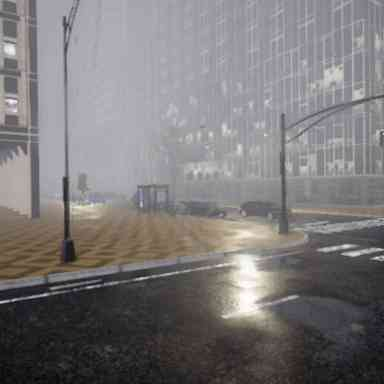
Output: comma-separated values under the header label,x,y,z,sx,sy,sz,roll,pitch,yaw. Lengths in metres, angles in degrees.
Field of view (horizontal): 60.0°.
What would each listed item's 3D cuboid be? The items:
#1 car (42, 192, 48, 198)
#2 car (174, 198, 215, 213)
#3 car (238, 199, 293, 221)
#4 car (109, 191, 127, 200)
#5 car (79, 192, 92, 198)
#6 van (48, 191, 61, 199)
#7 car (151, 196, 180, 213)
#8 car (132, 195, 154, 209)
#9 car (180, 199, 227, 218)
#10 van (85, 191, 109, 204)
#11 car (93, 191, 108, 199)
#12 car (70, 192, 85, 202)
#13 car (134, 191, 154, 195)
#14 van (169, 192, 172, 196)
label,x,y,z,sx,sy,sz,roll,pitch,yaw
car,-34.026,0.727,79.989,1.967,1.590,4.097,0,1,-34
car,0.146,1.376,34.557,1.895,1.301,4.718,-1,1,-34
car,5.743,1.370,26.344,1.837,1.490,4.892,-1,1,-34
car,-14.281,0.951,65.947,1.802,1.307,4.206,0,1,-34
car,-27.107,0.705,84.716,2.008,1.369,4.403,0,1,-34
van,-30.820,0.682,75.295,1.690,1.788,3.998,0,1,-34
car,-2.055,1.400,33.003,1.802,1.307,4.206,0,1,-34
car,-5.213,1.331,37.728,1.947,1.339,4.313,0,1,-34
car,1.138,1.435,28.298,1.947,1.339,4.313,0,1,-34
van,-14.787,0.950,51.832,1.690,1.788,3.998,0,1,-34
car,-20.694,0.702,75.330,1.967,1.590,4.097,0,1,-34
car,-21.200,1.053,61.220,2.008,1.369,4.403,0,1,-34
car,-5.857,0.900,43.345,2.150,2.045,5.566,-1,1,-34
van,-4.662,0.870,51.865,1.690,1.788,3.998,0,1,-34
